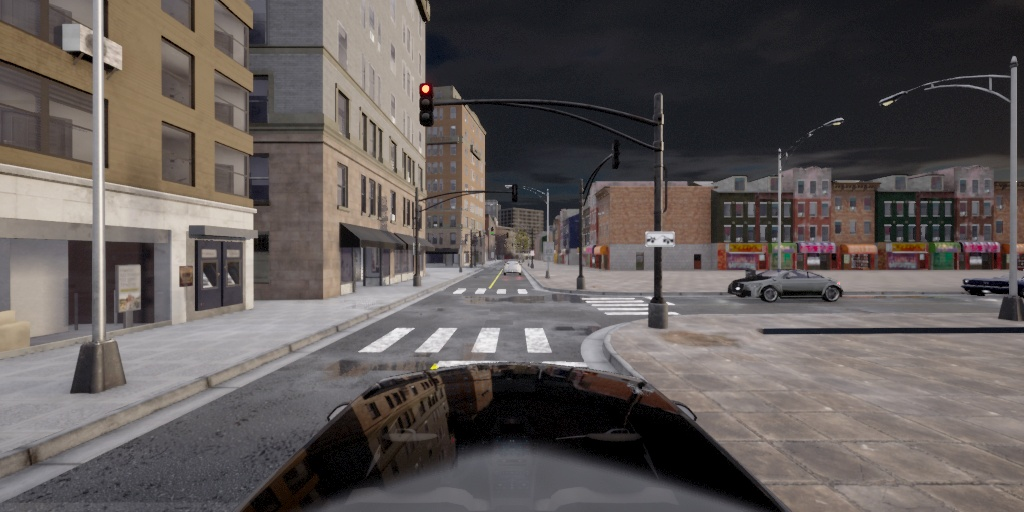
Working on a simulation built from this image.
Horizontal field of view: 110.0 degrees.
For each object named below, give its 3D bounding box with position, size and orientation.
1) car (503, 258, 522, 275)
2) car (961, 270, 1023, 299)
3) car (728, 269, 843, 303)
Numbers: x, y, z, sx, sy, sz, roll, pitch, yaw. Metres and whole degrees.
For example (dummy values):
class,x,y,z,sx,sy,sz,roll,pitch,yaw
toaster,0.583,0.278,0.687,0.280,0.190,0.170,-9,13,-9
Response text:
class,x,y,z,sx,sy,sz,roll,pitch,yaw
car,0.064,1.283,38.327,1.812,1.442,4.674,0,0,0
car,23.370,1.256,16.023,4.718,1.301,1.895,0,0,0
car,12.041,1.261,15.962,4.181,1.385,1.994,0,0,0
